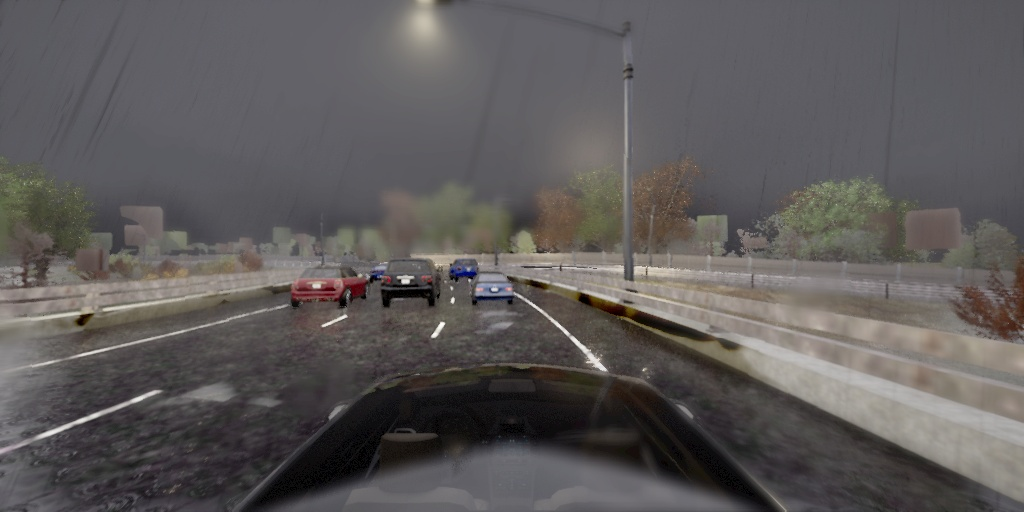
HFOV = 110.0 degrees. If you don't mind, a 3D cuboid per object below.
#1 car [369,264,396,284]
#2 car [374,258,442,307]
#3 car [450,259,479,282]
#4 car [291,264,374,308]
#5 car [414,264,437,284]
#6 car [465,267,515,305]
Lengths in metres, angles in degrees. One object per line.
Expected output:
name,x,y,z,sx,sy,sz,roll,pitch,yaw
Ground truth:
car,-11.282,1.508,31.542,1.882,1.535,5.008,0,0,-16
car,-4.526,1.107,16.671,2.150,2.045,5.566,0,0,-8
car,-4.415,1.259,33.033,2.150,2.045,5.566,0,0,-16
car,-8.007,1.238,16.260,2.097,1.767,4.553,0,-1,-8
car,-7.865,1.544,32.337,1.837,1.490,4.892,0,0,-16
car,-1.056,1.441,17.120,2.033,1.411,5.357,0,-1,-8
